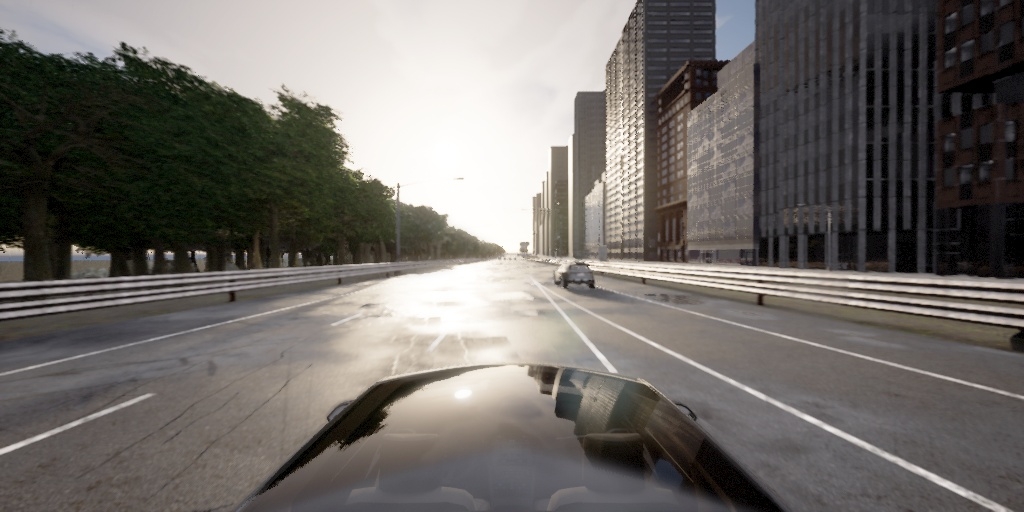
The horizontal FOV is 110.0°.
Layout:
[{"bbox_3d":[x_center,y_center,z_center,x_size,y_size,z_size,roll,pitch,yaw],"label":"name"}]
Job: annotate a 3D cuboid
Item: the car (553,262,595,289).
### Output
[{"bbox_3d":[3.910,1.175,23.062,2.033,1.649,4.856,-1,0,-3],"label":"car"}]
